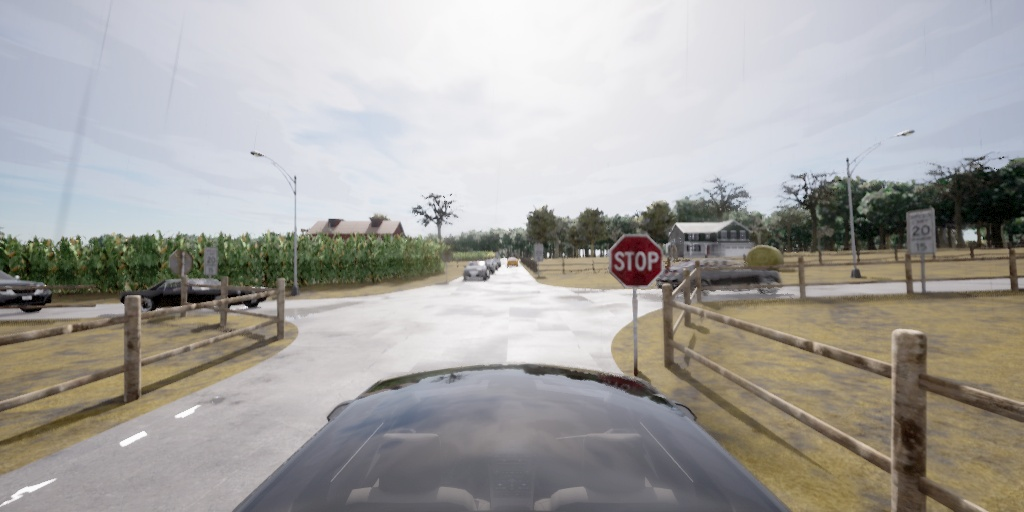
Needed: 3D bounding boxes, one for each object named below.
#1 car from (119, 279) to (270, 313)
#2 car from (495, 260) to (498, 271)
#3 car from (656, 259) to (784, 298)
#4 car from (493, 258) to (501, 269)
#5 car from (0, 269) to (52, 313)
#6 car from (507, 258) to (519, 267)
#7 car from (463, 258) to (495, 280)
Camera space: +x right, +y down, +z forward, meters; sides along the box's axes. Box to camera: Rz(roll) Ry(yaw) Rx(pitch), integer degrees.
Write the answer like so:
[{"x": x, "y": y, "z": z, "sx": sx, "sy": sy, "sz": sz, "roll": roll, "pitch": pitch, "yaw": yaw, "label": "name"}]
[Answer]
[{"x": -12.747, "y": 1.587, "z": 14.658, "sx": 4.718, "sy": 1.301, "sz": 1.895, "roll": -1, "pitch": -2, "yaw": 0, "label": "car"}, {"x": -2.842, "y": 1.275, "z": 39.256, "sx": 1.895, "sy": 1.301, "sz": 4.718, "roll": 0, "pitch": 0, "yaw": 0, "label": "car"}, {"x": 8.455, "y": 0.856, "z": 14.700, "sx": 4.902, "sy": 1.511, "sz": 2.128, "roll": -2, "pitch": -3, "yaw": -6, "label": "car"}, {"x": -2.836, "y": 1.180, "z": 48.446, "sx": 1.812, "sy": 1.442, "sz": 4.674, "roll": 0, "pitch": 0, "yaw": 0, "label": "car"}, {"x": -22.609, "y": 1.424, "z": 14.673, "sx": 5.566, "sy": 2.045, "sz": 2.150, "roll": -1, "pitch": -2, "yaw": 0, "label": "car"}, {"x": 0.101, "y": 1.104, "z": 62.105, "sx": 1.882, "sy": 1.535, "sz": 5.008, "roll": 0, "pitch": 0, "yaw": 0, "label": "car"}, {"x": -2.890, "y": 1.187, "z": 30.062, "sx": 2.128, "sy": 1.511, "sz": 4.902, "roll": 0, "pitch": 0, "yaw": 1, "label": "car"}]
